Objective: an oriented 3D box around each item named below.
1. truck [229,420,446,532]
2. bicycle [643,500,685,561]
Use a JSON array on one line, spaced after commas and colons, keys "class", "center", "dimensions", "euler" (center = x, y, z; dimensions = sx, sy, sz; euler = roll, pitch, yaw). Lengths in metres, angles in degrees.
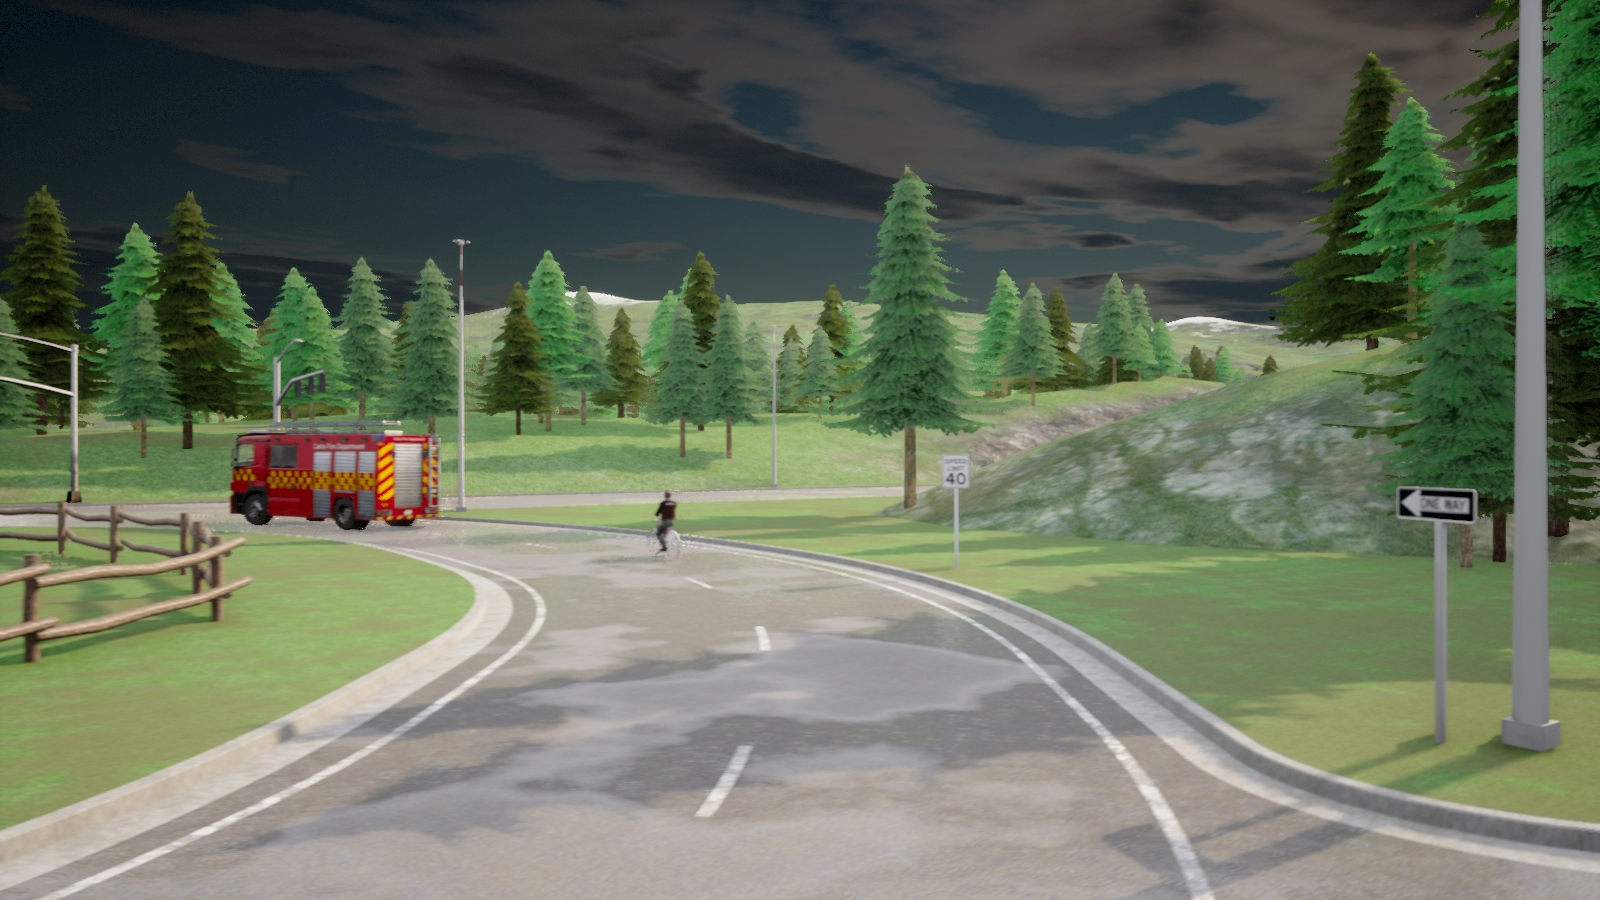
[{"class": "truck", "center": [-17.279, 0.893, 42.455], "dimensions": [8.468, 3.827, 2.891], "euler": [0, 0, 30]}, {"class": "bicycle", "center": [-3.554, 2.063, 29.743], "dimensions": [0.329, 1.471, 1.835], "euler": [0, 0, -33]}]
